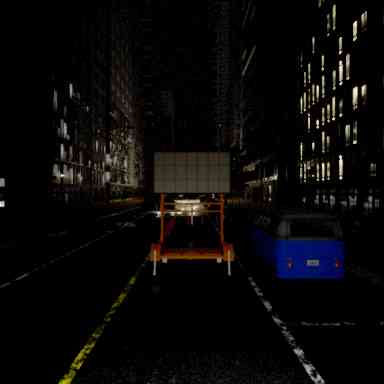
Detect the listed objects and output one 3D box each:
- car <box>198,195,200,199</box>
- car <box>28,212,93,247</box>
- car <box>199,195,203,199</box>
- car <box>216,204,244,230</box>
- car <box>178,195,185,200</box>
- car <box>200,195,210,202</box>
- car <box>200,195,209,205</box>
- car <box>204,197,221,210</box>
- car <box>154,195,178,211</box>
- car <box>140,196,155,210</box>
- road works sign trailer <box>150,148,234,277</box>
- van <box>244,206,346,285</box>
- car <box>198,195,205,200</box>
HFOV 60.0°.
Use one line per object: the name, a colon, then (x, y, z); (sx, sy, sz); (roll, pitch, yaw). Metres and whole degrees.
car: (2.693, 1.410, 66.170); (1.967, 1.590, 4.097); (0, 0, 0)
car: (-5.690, 1.581, 14.941); (1.802, 1.307, 4.206); (0, 0, 0)
car: (2.692, 1.538, 54.785); (2.008, 1.369, 4.403); (0, 0, 0)
car: (2.691, 1.581, 20.630); (1.802, 1.307, 4.206); (0, 0, 0)
car: (-2.998, 1.536, 90.234); (1.895, 1.301, 4.718); (0, 0, 0)
car: (2.693, 1.401, 71.862); (1.967, 1.590, 4.097); (0, 0, 0)
car: (2.692, 1.544, 49.093); (2.008, 1.369, 4.403); (0, 0, 0)
car: (2.692, 1.581, 37.708); (1.802, 1.307, 4.206); (0, 0, 0)
car: (-3.099, 1.476, 40.603); (1.882, 1.535, 5.008); (0, 0, 0)
car: (-5.689, 1.548, 43.404); (2.008, 1.369, 4.403); (0, 0, 0)
road works sign trailer: (0.001, 0.464, 10.265); (2.380, 3.560, 2.880); (0, 0, 0)
van: (2.691, 1.341, 9.246); (1.690, 1.788, 3.998); (0, 0, 0)
car: (2.694, 1.462, 94.633); (1.887, 1.381, 4.507); (0, 0, 0)
